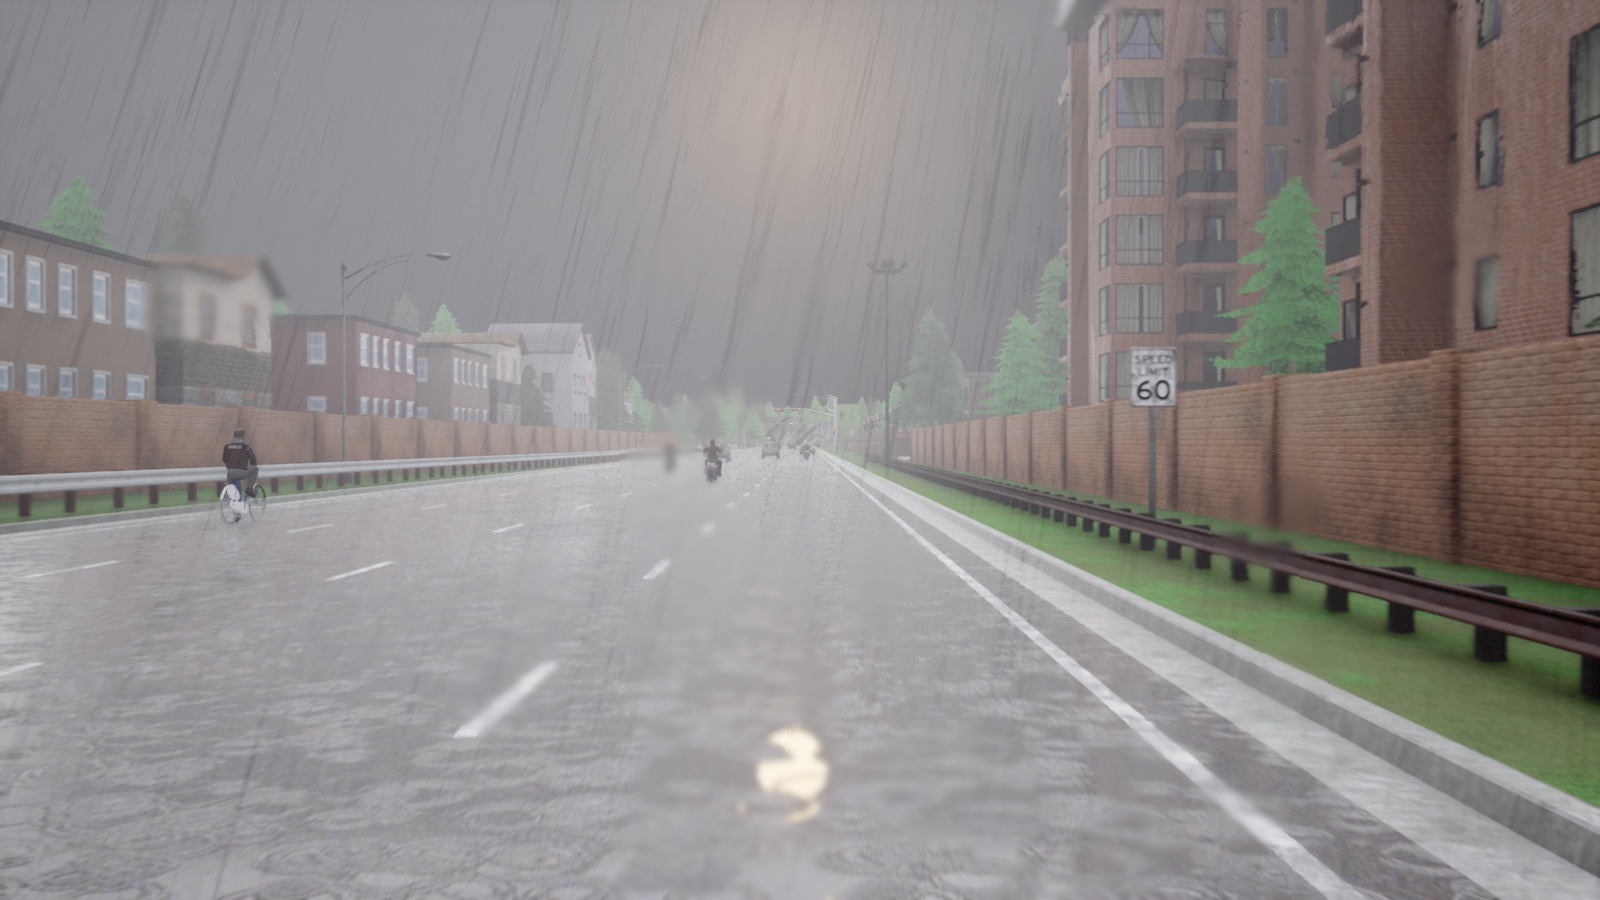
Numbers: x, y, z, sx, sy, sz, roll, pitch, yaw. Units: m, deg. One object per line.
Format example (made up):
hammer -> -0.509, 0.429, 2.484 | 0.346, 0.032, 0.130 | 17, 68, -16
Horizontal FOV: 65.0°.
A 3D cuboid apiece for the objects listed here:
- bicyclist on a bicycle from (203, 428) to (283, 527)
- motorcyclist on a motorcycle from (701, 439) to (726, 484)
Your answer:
bicyclist on a bicycle -> -10.352, 0.477, 23.390 | 0.659, 1.776, 1.843 | 0, 1, 0
motorcyclist on a motorcycle -> -3.218, 0.431, 46.986 | 0.766, 1.649, 2.350 | 0, 0, 0
